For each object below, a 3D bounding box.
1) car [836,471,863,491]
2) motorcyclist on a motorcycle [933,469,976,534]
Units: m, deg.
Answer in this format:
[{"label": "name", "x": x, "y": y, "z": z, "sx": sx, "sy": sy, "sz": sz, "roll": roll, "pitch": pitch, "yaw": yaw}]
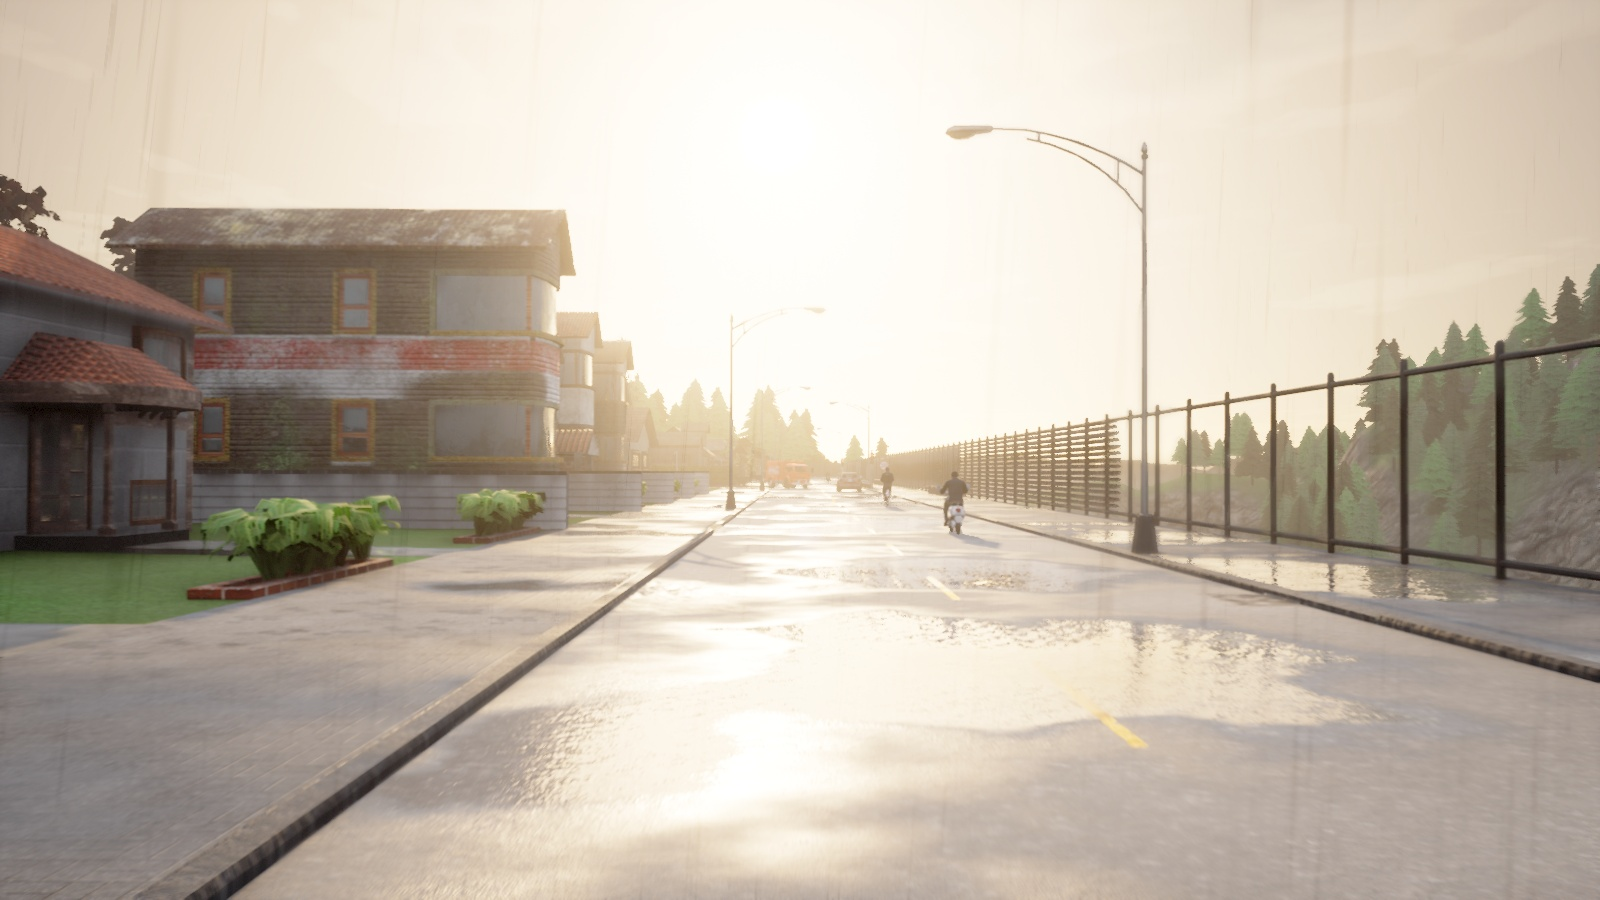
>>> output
[{"label": "car", "x": 3.765, "y": 2.373, "z": 96.053, "sx": 1.970, "sy": 1.475, "sz": 3.806, "roll": 0, "pitch": -1, "yaw": 0}, {"label": "motorcyclist on a motorcycle", "x": 3.922, "y": 1.287, "z": 31.960, "sx": 0.866, "sy": 1.590, "sz": 1.817, "roll": 0, "pitch": -1, "yaw": 0}]
